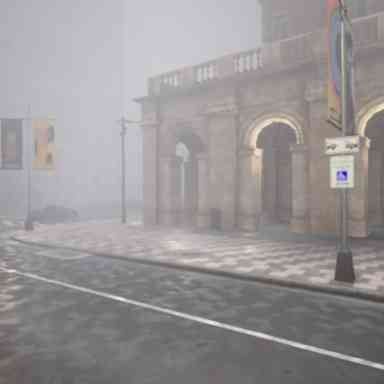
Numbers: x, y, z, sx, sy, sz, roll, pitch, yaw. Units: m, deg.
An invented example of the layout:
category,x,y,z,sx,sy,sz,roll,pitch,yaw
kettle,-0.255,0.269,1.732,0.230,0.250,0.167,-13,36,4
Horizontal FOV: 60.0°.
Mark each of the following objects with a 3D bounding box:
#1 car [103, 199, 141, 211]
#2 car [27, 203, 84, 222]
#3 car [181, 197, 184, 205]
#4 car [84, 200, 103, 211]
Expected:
category,x,y,z,sx,sy,sz,roll,pitch,yaw
car,-9.090,1.747,45.303,2.128,1.511,4.902,-1,0,36
car,-11.893,1.763,28.665,1.994,1.385,4.181,-1,0,31
car,-2.620,1.631,60.239,2.097,1.767,4.553,-1,0,36
car,-13.419,1.828,45.263,2.033,1.411,5.357,-1,0,35
